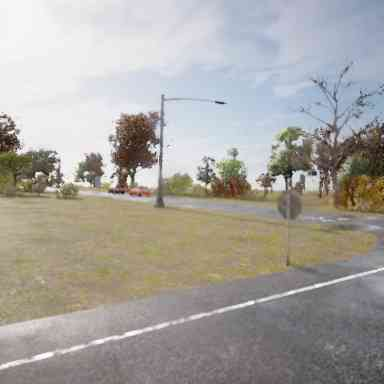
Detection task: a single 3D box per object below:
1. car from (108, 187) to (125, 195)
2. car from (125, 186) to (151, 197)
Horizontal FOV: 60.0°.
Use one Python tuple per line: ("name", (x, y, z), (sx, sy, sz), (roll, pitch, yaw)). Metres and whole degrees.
("car", (-14.140, -0.218, 62.289), (1.895, 1.301, 4.718), (1, 1, -35))
("car", (-8.540, -0.154, 54.418), (2.097, 1.767, 4.553), (1, 1, -35))
